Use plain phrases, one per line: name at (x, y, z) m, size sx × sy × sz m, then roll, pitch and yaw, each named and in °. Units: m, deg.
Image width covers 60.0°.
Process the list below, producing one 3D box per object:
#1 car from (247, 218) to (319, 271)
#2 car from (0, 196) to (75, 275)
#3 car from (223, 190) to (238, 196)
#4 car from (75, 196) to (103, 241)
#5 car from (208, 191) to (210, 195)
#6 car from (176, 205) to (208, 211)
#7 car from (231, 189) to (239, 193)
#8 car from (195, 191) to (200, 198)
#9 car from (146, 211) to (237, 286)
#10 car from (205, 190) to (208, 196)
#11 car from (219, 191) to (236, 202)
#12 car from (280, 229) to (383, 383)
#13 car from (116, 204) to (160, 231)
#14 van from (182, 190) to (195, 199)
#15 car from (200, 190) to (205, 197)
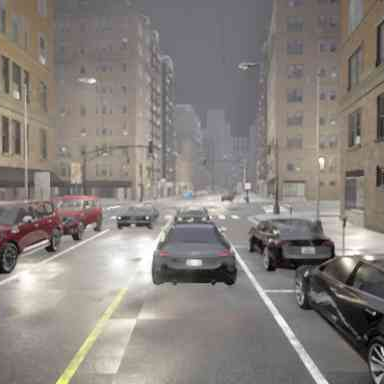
car at (2.852, 1.446, 10.239) m, size 1.947 × 1.339 × 4.313 m, roll -1°, pitch 1°, yaw 0°
car at (-5.676, 1.197, 10.227) m, size 2.192 × 1.841 × 5.009 m, roll -1°, pitch 1°, yaw 0°
car at (7.441, 0.747, 65.431) m, size 1.947 × 1.339 × 4.313 m, roll 0°, pitch 1°, yaw 9°
car at (-5.676, 1.133, 15.734) m, size 2.192 × 1.841 × 5.009 m, roll -1°, pitch 1°, yaw 0°
car at (3.263, 0.248, 93.899) m, size 1.967 × 1.590 × 4.097 m, roll 0°, pitch 1°, yaw 9°
car at (0.002, 1.380, 18.940) m, size 1.895 × 1.301 × 4.718 m, roll 0°, pitch 1°, yaw 0°
car at (10.836, 0.215, 87.150) m, size 2.192 × 1.841 × 5.009 m, roll 0°, pitch 1°, yaw 9°
car at (-0.134, 0.522, 72.177) m, size 1.967 × 1.590 × 4.097 m, roll 0°, pitch 1°, yaw 9°
car at (0.049, 1.458, 9.126) m, size 1.994 × 1.385 × 4.181 m, roll 0°, pitch 1°, yaw 0°
car at (2.415, 0.456, 88.469) m, size 1.802 × 1.307 × 4.206 m, roll 0°, pitch 1°, yaw 9°
car at (5.742, 0.895, 54.570) m, size 1.947 × 1.339 × 4.313 m, roll 0°, pitch 1°, yaw 9°
car at (2.854, 1.510, 4.732) m, size 1.947 × 1.339 × 4.313 m, roll -1°, pitch 1°, yaw 0°
car at (-3.002, 1.378, 19.183) m, size 1.895 × 1.301 × 4.718 m, roll 0°, pitch 1°, yaw 0°
van at (-0.983, 0.496, 66.745) m, size 1.690 × 1.788 × 3.998 m, roll 0°, pitch 1°, yaw 9°
car at (1.539, 0.469, 82.870) m, size 1.752 × 1.417 × 4.829 m, roll 0°, pitch 1°, yaw 9°
